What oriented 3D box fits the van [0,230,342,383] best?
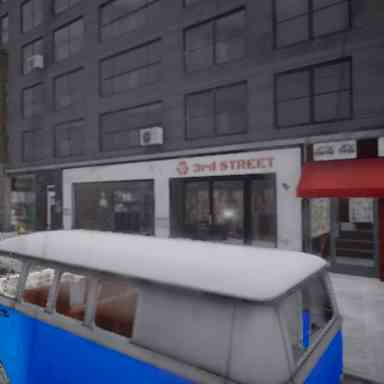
[{"bbox_3d":[-0.630,1.355,3.316,3.998,1.788,1.690,0,-1,36],"label":"van"}]
